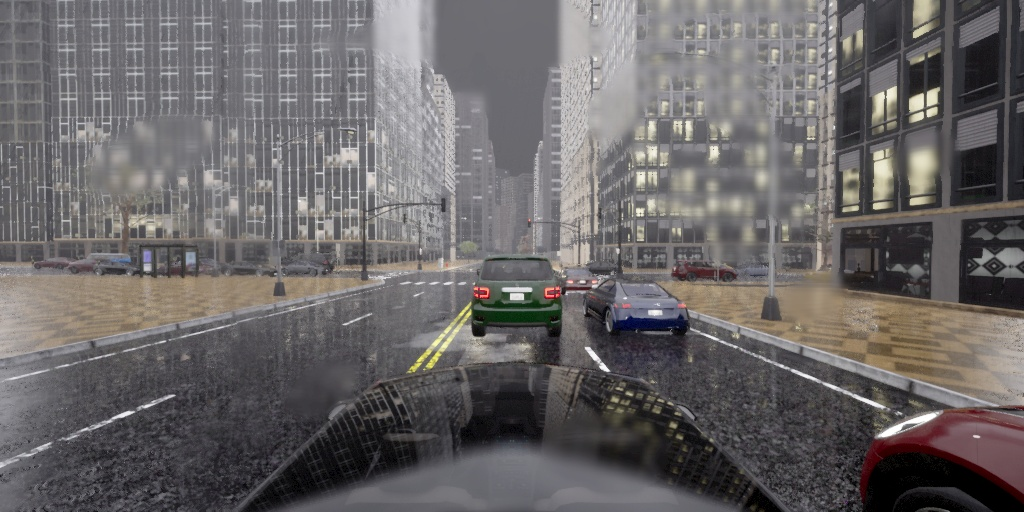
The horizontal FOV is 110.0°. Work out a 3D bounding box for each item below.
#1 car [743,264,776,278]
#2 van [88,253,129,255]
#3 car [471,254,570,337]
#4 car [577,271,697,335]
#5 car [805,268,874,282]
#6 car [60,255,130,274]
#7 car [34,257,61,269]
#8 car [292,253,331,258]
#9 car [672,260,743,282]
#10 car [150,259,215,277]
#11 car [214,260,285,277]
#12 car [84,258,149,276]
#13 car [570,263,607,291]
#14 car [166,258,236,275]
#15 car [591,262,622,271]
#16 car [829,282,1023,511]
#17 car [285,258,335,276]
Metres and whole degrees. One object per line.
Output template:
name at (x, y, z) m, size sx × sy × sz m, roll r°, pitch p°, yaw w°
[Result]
car at (24.081, 1.491, 36.153) m, size 4.181 × 1.385 × 1.994 m, roll 0°, pitch 1°, yaw 1°
van at (-45.217, 0.604, 40.131) m, size 3.998 × 1.789 × 1.690 m, roll 0°, pitch 0°, yaw 1°
car at (0.115, 0.967, 10.394) m, size 2.150 × 2.045 × 5.566 m, roll 0°, pitch 0°, yaw 0°
car at (3.372, 1.310, 10.488) m, size 1.994 × 1.385 × 4.181 m, roll 0°, pitch 0°, yaw -1°
car at (27.694, 1.577, 30.307) m, size 4.829 × 1.417 × 1.751 m, roll 0°, pitch 0°, yaw 1°
car at (-39.447, 0.936, 34.207) m, size 4.674 × 1.442 × 1.812 m, roll 1°, pitch 1°, yaw 2°
car at (-50.899, 0.792, 40.257) m, size 4.207 × 1.307 × 1.802 m, roll 0°, pitch 0°, yaw 1°
car at (-21.306, 0.746, 36.996) m, size 5.566 × 2.045 × 2.150 m, roll 1°, pitch 1°, yaw 1°
car at (16.246, 1.268, 30.525) m, size 5.009 × 1.841 × 2.192 m, roll 0°, pitch 0°, yaw 1°
car at (-28.362, 1.137, 31.267) m, size 4.207 × 1.307 × 1.802 m, roll 0°, pitch 0°, yaw 1°
car at (-22.678, 1.173, 31.123) m, size 4.313 × 1.339 × 1.948 m, roll 0°, pitch 0°, yaw 1°
car at (-34.042, 1.068, 31.450) m, size 4.313 × 1.339 × 1.948 m, roll 0°, pitch 0°, yaw 1°
car at (3.385, 1.287, 19.730) m, size 2.033 × 1.411 × 5.357 m, roll 0°, pitch 0°, yaw 0°
car at (-29.375, 0.993, 33.977) m, size 4.902 × 1.511 × 2.128 m, roll 1°, pitch 1°, yaw 1°
car at (8.624, 1.298, 36.445) m, size 4.892 × 1.490 × 1.837 m, roll 1°, pitch 1°, yaw 1°
car at (3.344, 1.103, 0.444) m, size 2.097 × 1.767 × 4.553 m, roll 0°, pitch 0°, yaw 0°
car at (-19.406, 1.156, 33.757) m, size 4.181 × 1.385 × 1.994 m, roll 1°, pitch 1°, yaw 1°
